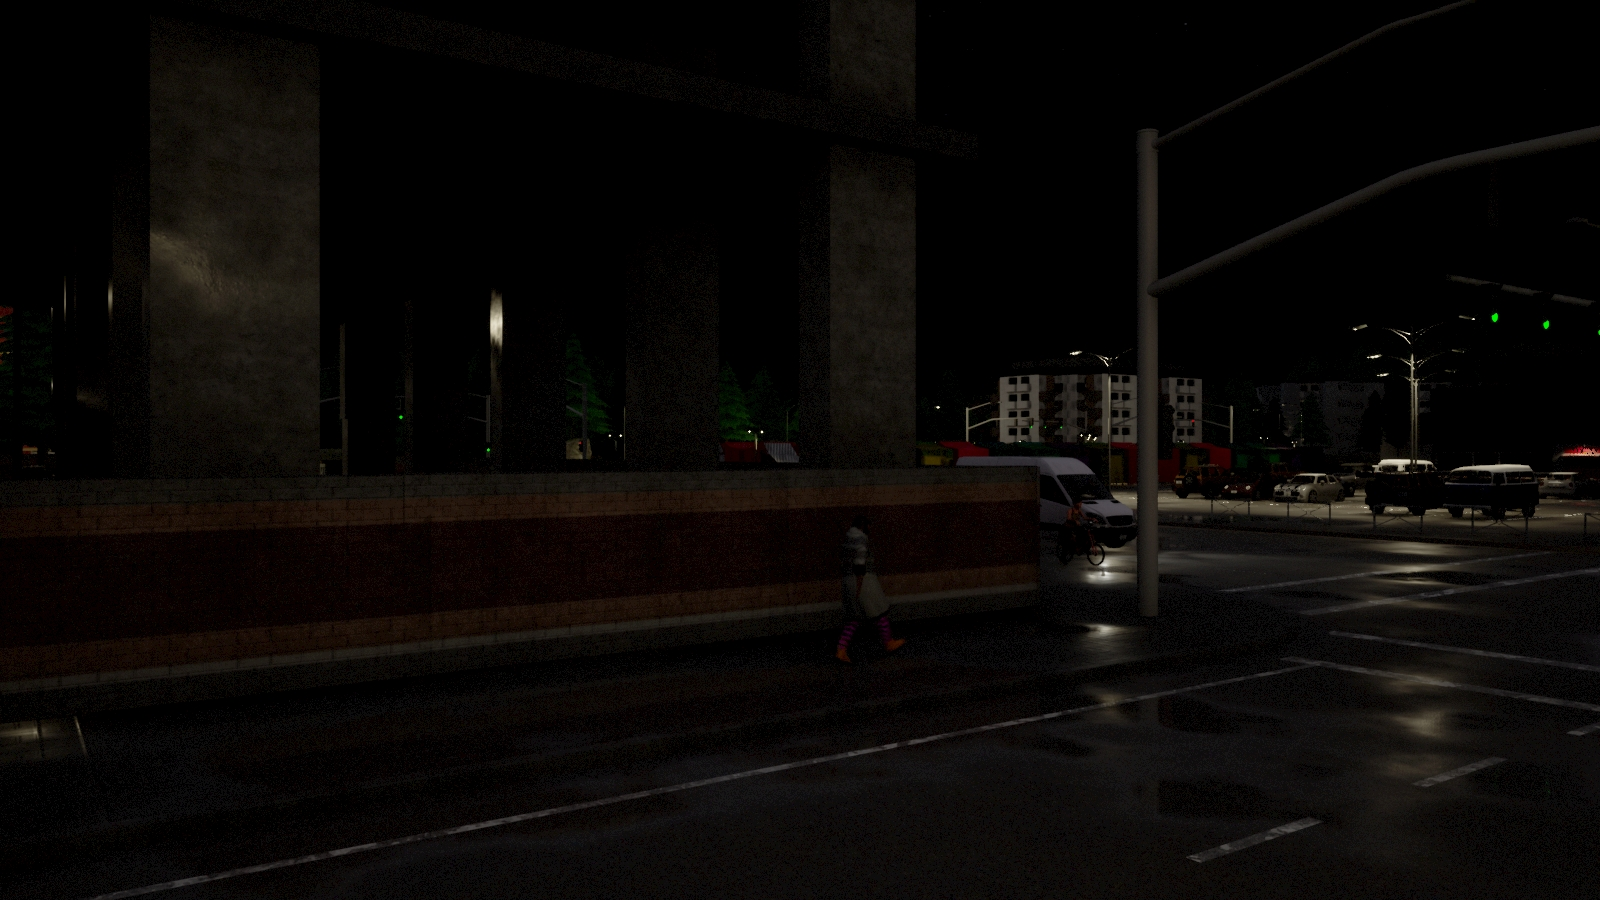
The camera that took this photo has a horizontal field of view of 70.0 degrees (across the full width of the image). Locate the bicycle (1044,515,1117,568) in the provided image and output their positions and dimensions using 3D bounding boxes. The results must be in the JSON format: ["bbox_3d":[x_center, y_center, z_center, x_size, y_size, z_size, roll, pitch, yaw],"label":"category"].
[{"bbox_3d":[6.706,2.169,27.364,0.859,1.126,1.487,0,0,-35],"label":"bicycle"}]

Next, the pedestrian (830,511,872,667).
[{"bbox_3d":[0.629,1.693,14.066,0.375,1.860,0.375,0,0,-32],"label":"pedestrian"}]

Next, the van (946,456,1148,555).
[{"bbox_3d":[6.983,1.470,33.056,1.988,2.561,5.915,0,0,-35],"label":"van"}]
